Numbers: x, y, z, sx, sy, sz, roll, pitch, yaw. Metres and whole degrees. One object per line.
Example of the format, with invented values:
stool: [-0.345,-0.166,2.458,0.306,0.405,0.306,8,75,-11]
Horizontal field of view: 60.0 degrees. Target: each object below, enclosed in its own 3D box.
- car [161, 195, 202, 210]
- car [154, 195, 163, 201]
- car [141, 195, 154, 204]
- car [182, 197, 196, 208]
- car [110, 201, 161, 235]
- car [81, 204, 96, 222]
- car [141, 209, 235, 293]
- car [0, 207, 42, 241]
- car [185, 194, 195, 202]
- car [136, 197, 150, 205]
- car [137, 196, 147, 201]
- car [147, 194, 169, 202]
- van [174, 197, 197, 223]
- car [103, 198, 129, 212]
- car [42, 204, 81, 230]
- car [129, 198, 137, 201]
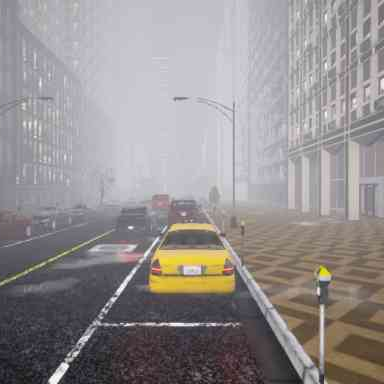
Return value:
car: [-0.465,1.311,20.672,2.192,1.841,5.009,-1,0,0]
car: [-8.844,1.545,88.876,1.947,1.339,4.313,-1,0,0]
car: [-8.845,1.426,66.141,1.967,1.590,4.097,-1,0,0]
car: [-0.463,1.541,49.090,2.008,1.369,4.403,-1,0,0]
car: [-3.045,1.501,18.956,1.837,1.490,4.892,0,0,0]
car: [-8.843,1.577,26.356,1.802,1.307,4.206,-1,0,0]
car: [0.004,1.455,8.841,1.801,1.575,5.366,0,0,0]
car: [-8.843,1.542,14.989,1.887,1.381,4.507,-1,0,0]
car: [-0.465,1.298,77.509,2.192,1.841,5.009,-1,0,0]
car: [-8.843,1.569,60.458,1.802,1.307,4.206,-1,0,0]
car: [-6.146,1.197,47.245,1.994,1.385,4.181,0,0,0]
car: [-3.157,1.215,35.657,2.150,2.045,5.566,0,0,0]
van: [-0.465,1.336,26.356,1.690,1.788,3.998,-1,0,0]
car: [-8.844,1.544,37.723,2.008,1.369,4.403,-1,0,0]
car: [-8.844,1.547,20.672,2.008,1.369,4.403,-1,0,0]
car: [-8.843,1.541,49.090,2.008,1.369,4.403,-1,0,0]
